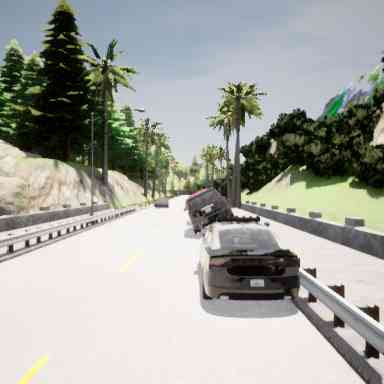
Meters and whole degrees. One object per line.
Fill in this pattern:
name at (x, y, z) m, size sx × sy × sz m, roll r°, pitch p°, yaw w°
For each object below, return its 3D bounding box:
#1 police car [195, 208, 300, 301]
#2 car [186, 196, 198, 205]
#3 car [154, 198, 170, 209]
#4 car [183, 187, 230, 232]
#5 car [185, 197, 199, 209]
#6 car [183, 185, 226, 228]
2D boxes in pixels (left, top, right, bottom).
police car at (1.158, 1.424, 8.521) m, size 1.930 × 1.638 × 5.238 m, roll 0°, pitch 0°, yaw 0°
car at (-0.008, 1.464, 57.765) m, size 1.882 × 1.535 × 5.008 m, roll 0°, pitch 0°, yaw 0°
car at (-4.106, 1.537, 45.883) m, size 2.033 × 1.411 × 5.357 m, roll 0°, pitch 0°, yaw 0°
car at (0.818, 0.951, 18.435) m, size 2.150 × 2.045 × 5.566 m, roll -25°, pitch 0°, yaw 0°
car at (0.026, 1.494, 45.254) m, size 1.837 × 1.490 × 4.892 m, roll 0°, pitch 0°, yaw 0°
car at (0.808, 0.949, 24.436) m, size 2.150 × 2.045 × 5.566 m, roll -25°, pitch 0°, yaw 0°
